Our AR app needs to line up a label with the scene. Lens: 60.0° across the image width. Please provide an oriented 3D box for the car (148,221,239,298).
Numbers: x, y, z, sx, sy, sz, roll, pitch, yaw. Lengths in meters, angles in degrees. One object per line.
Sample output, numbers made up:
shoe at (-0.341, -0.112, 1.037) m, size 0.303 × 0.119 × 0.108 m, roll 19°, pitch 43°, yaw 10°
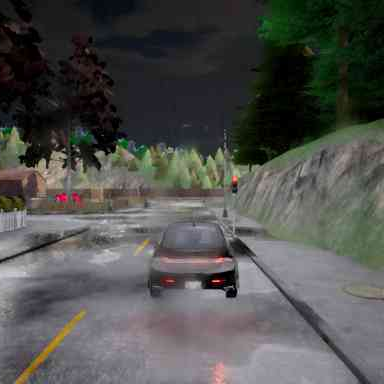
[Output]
car at (0.048, 1.492, 8.504) m, size 2.128 × 1.511 × 4.902 m, roll 0°, pitch 0°, yaw 1°
